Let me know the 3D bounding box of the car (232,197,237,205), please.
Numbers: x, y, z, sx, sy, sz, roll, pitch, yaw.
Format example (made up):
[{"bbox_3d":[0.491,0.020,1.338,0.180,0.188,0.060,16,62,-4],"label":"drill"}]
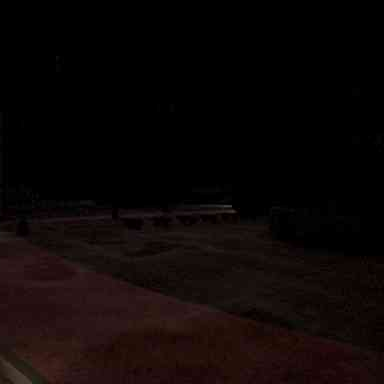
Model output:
[{"bbox_3d":[9.535,1.651,56.794,4.181,1.385,1.994,0,0,-37],"label":"car"}]

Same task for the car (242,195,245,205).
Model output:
[{"bbox_3d":[10.399,1.576,52.932,4.892,1.490,1.837,1,-1,-37],"label":"car"}]

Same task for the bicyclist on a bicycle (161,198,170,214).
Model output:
[{"bbox_3d":[-2.615,1.379,32.810,0.582,1.620,1.656,0,0,-38],"label":"bicyclist on a bicycle"}]

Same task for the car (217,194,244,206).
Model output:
[{"bbox_3d":[6.644,1.578,58.988,5.008,1.535,1.882,0,0,-37],"label":"car"}]
